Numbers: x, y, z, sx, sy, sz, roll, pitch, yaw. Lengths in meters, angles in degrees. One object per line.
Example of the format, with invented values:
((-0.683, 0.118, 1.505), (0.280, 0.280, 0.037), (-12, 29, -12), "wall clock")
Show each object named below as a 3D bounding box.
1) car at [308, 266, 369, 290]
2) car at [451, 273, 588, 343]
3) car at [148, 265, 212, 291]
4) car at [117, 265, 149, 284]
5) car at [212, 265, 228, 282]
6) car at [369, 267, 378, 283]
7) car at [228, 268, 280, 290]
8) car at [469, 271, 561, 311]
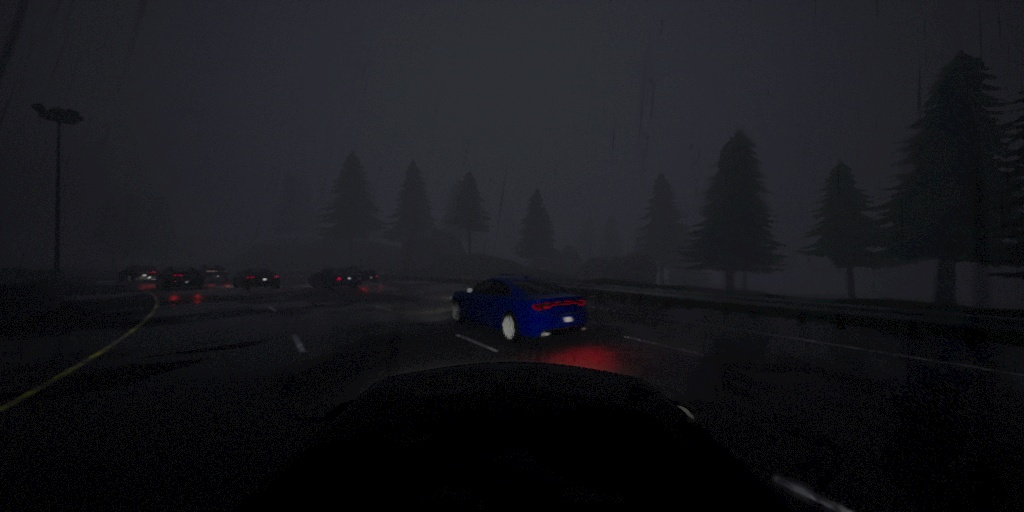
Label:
((-12.191, 1.499, 24.579), (5.357, 1.411, 2.033), (0, -1, 44), "car")
((-0.070, 1.308, 10.218), (1.882, 1.535, 5.008), (0, -1, -33), "car")
((-22.031, 1.425, 23.728), (4.902, 1.511, 2.128), (0, -1, 39), "car")
((-31.319, 1.489, 30.124), (4.892, 1.490, 1.837), (0, 0, 30), "car")
((-26.499, 1.492, 31.243), (4.902, 1.511, 2.128), (0, -1, 34), "car")
((-12.837, 1.526, 29.758), (4.674, 1.442, 1.812), (0, -1, 41), "car")
((-17.469, 1.507, 24.484), (4.181, 1.385, 1.994), (-1, -1, 42), "car")
((-0.001, 1.449, 16.050), (1.994, 1.385, 4.181), (0, -1, -37), "car")
